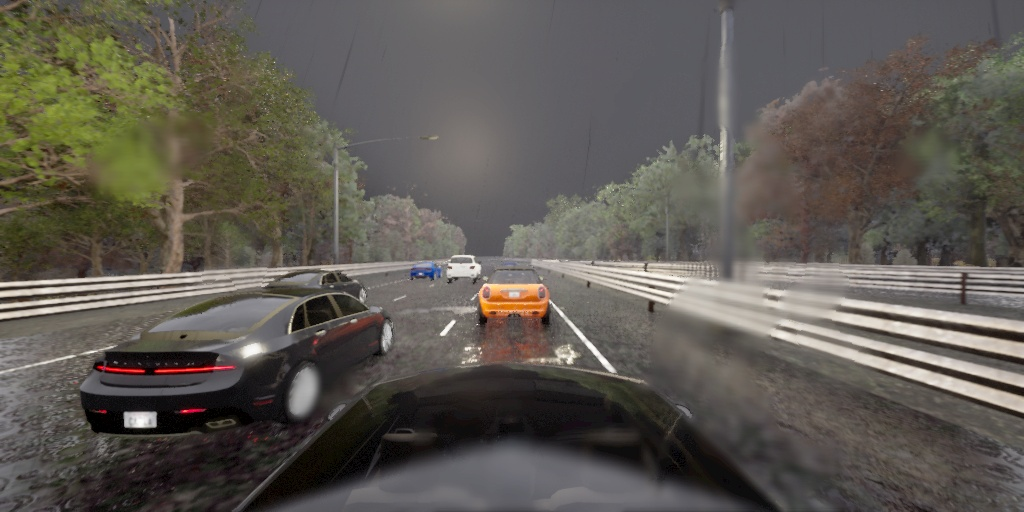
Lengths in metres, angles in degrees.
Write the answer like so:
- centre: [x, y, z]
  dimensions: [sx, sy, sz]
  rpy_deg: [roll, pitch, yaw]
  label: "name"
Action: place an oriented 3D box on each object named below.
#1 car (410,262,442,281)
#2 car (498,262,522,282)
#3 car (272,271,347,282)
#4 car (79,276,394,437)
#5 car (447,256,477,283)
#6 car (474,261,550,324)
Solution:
- centre: [-7.185, 1.252, 30.442]
  dimensions: [1.882, 1.535, 5.008]
  rpy_deg: [0, 0, -1]
  label: "car"
- centre: [-0.174, 1.296, 29.867]
  dimensions: [1.812, 1.442, 4.674]
  rpy_deg: [0, 0, -1]
  label: "car"
- centre: [-6.953, 1.261, 13.020]
  dimensions: [1.837, 1.490, 4.892]
  rpy_deg: [0, 0, 0]
  label: "car"
- centre: [-3.417, 1.256, 5.713]
  dimensions: [1.837, 1.490, 4.892]
  rpy_deg: [0, 0, 0]
  label: "car"
- centre: [-3.635, 0.991, 27.879]
  dimensions: [2.150, 2.045, 5.566]
  rpy_deg: [0, 0, -1]
  label: "car"
- centre: [0.051, 1.105, 12.195]
  dimensions: [2.097, 1.767, 4.553]
  rpy_deg: [0, 0, 0]
  label: "car"
